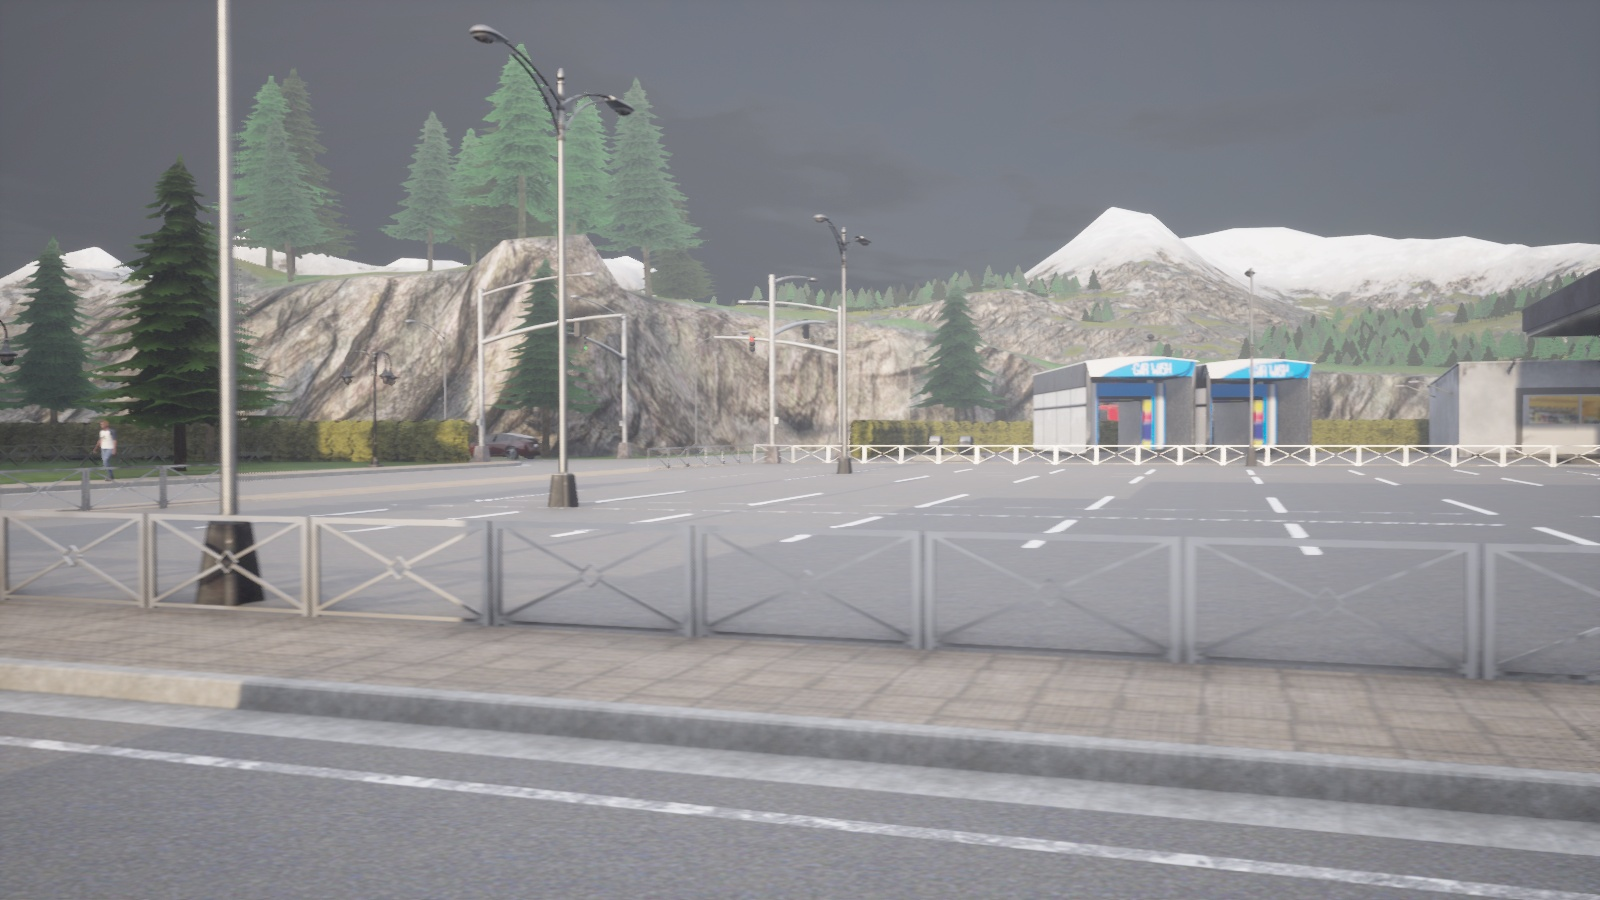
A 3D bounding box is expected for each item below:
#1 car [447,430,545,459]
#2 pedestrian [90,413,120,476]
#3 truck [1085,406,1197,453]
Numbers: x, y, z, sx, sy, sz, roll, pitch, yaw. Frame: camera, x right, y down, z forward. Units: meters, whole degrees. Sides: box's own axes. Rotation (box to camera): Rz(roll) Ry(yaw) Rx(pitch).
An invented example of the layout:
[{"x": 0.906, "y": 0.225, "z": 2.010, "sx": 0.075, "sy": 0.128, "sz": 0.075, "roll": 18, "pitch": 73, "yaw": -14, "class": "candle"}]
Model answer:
[{"x": -16.568, "y": -0.317, "z": 68.464, "sx": 4.792, "sy": 1.488, "sz": 2.163, "roll": 1, "pitch": 1, "yaw": 19, "class": "car"}, {"x": -20.223, "y": -0.164, "z": 36.554, "sx": 0.354, "sy": 1.836, "sz": 0.706, "roll": 0, "pitch": 1, "yaw": 16, "class": "pedestrian"}, {"x": 25.480, "y": -1.546, "z": 93.777, "sx": 7.936, "sy": 3.462, "sz": 2.891, "roll": 1, "pitch": 1, "yaw": 19, "class": "truck"}]
